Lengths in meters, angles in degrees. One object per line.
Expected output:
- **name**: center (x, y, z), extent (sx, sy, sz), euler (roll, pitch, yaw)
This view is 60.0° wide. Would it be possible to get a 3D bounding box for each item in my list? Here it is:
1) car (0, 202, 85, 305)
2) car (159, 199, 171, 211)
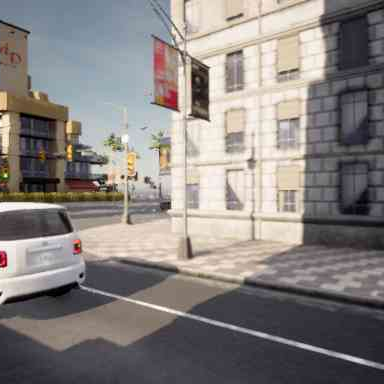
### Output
- **car**: center (-4.715, 1.242, 7.378), extent (5.566, 2.045, 2.150), euler (0, 0, 36)
- **car**: center (-1.941, 1.542, 40.859), extent (1.882, 1.535, 5.008), euler (0, 0, 35)
